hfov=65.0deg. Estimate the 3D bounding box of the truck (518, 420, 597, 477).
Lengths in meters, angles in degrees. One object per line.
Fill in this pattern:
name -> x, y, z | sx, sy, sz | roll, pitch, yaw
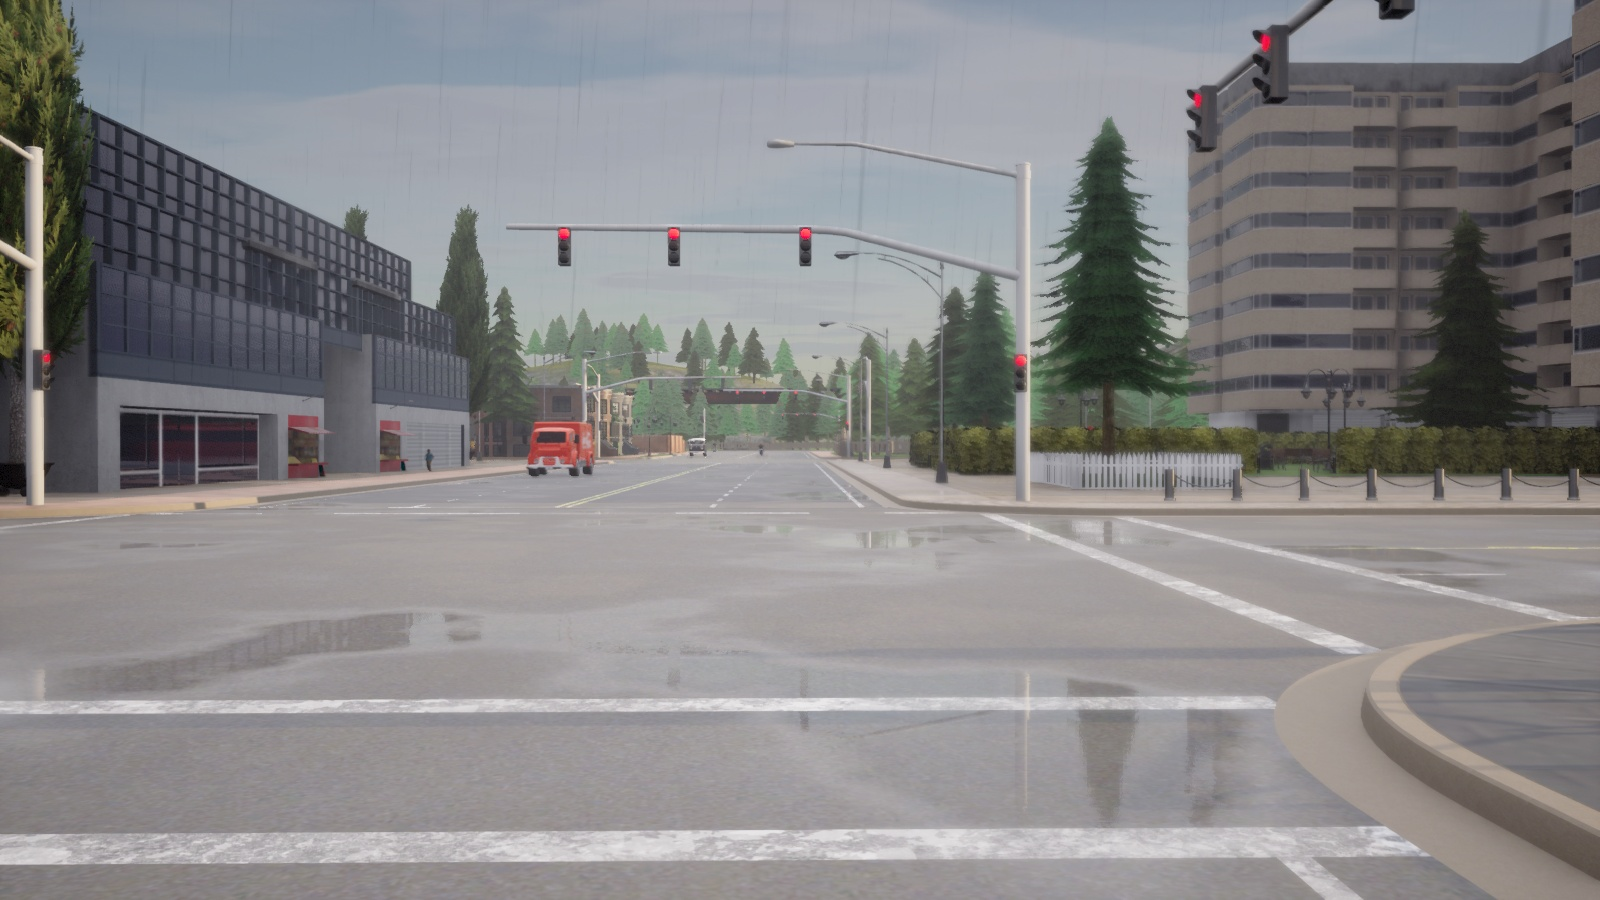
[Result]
truck -> -10.979, -0.073, 57.368 | 2.627, 2.467, 5.204 | 0, 0, 0
